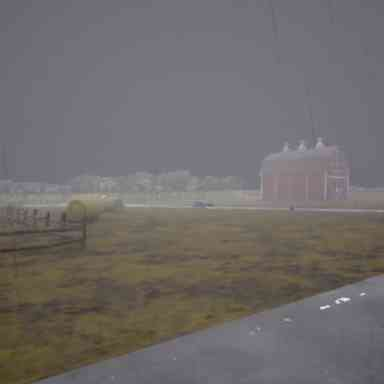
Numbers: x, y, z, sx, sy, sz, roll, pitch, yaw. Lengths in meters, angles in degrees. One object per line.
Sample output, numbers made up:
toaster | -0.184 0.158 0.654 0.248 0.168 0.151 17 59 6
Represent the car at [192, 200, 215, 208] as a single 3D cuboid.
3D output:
car | 2.131 2.329 64.802 2.033 1.411 5.357 0 -1 -36
